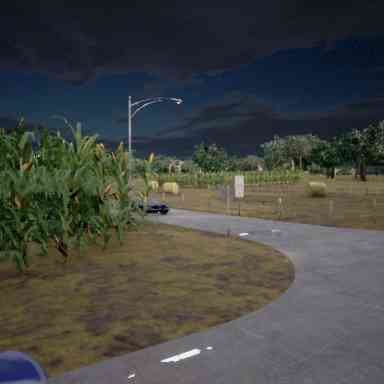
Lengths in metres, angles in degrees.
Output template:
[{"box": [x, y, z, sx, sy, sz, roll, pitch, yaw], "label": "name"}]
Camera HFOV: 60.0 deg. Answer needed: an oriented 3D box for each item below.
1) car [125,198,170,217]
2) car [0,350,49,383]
[{"box": [-3.615, 1.108, 25.850, 1.895, 1.301, 4.718, -1, 2, -35], "label": "car"}, {"box": [-2.802, 1.525, 0.949, 4.674, 1.442, 1.812, 0, 0, -36], "label": "car"}]
